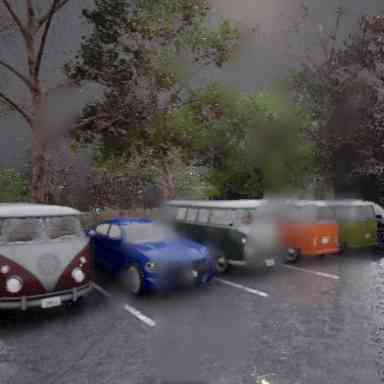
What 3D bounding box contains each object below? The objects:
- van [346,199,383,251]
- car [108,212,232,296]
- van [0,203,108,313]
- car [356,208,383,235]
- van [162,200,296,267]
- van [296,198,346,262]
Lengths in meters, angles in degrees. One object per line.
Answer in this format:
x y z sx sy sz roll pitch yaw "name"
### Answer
5.138 1.334 13.879 1.878 1.987 4.442 1 -1 -36 "van"
-1.444 1.471 9.040 2.097 1.535 5.008 0 0 -36 "car"
-3.627 1.251 7.330 1.878 1.987 4.442 0 0 -36 "van"
12.068 1.718 18.683 2.002 1.452 4.674 1 -1 -36 "car"
0.760 1.256 10.464 1.878 1.987 4.442 0 0 -36 "van"
2.986 1.296 12.341 1.878 1.987 4.442 1 -1 -36 "van"
